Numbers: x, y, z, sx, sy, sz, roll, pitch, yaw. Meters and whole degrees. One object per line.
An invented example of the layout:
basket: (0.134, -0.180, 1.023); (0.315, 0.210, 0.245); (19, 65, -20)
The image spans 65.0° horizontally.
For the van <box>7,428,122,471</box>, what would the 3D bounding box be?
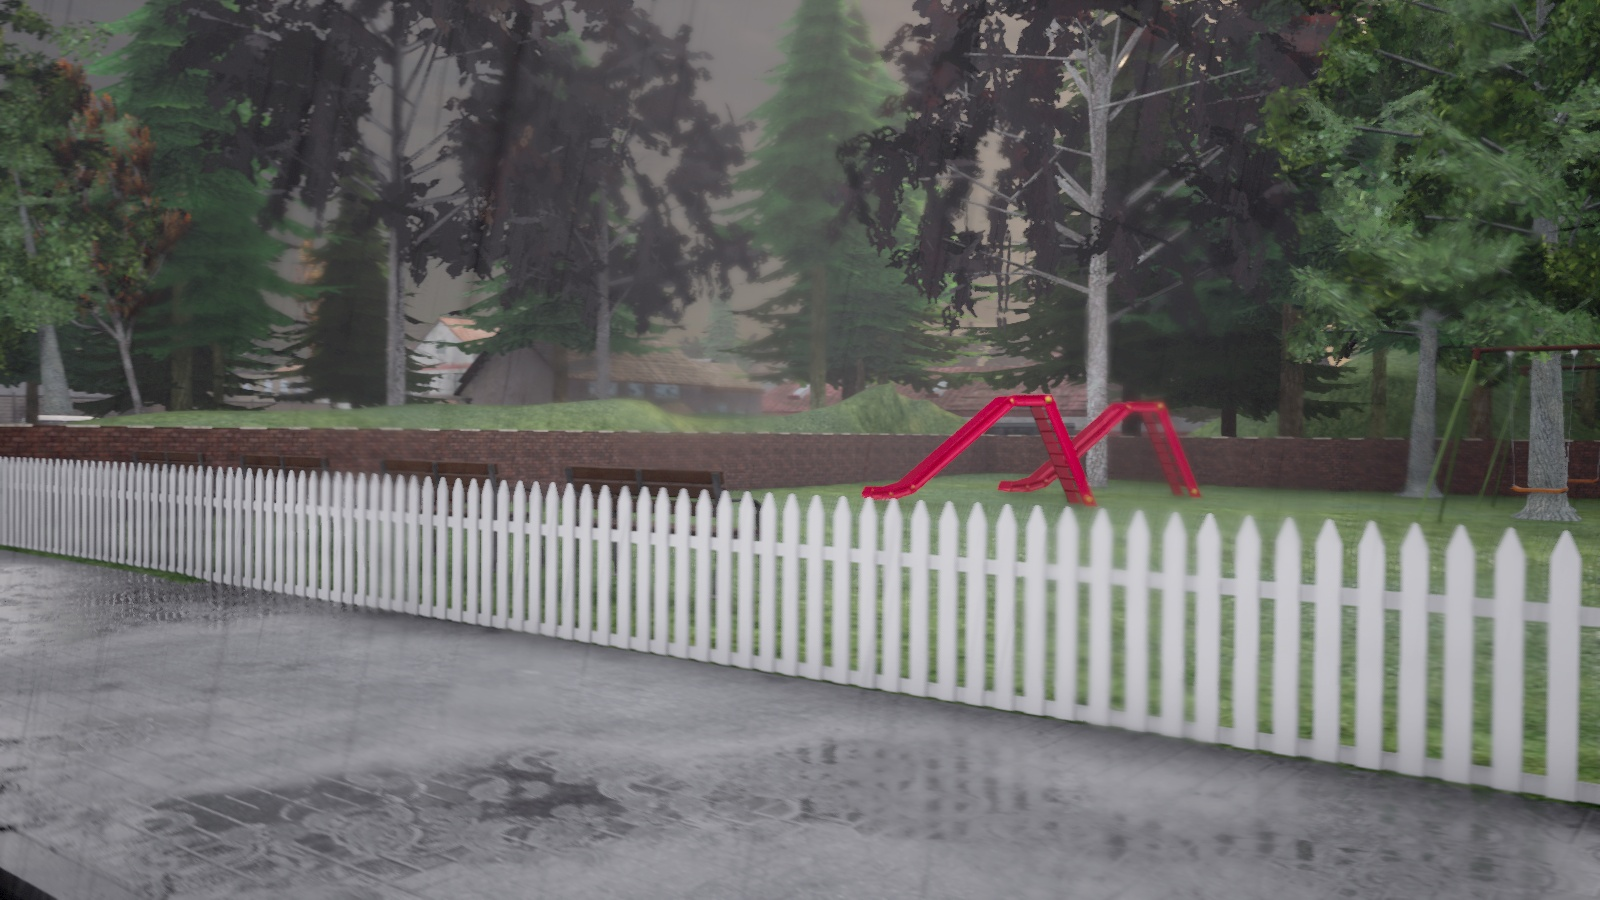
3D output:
van: (-36.817, -0.046, 62.940); (2.069, 2.038, 4.480); (0, 1, 38)
